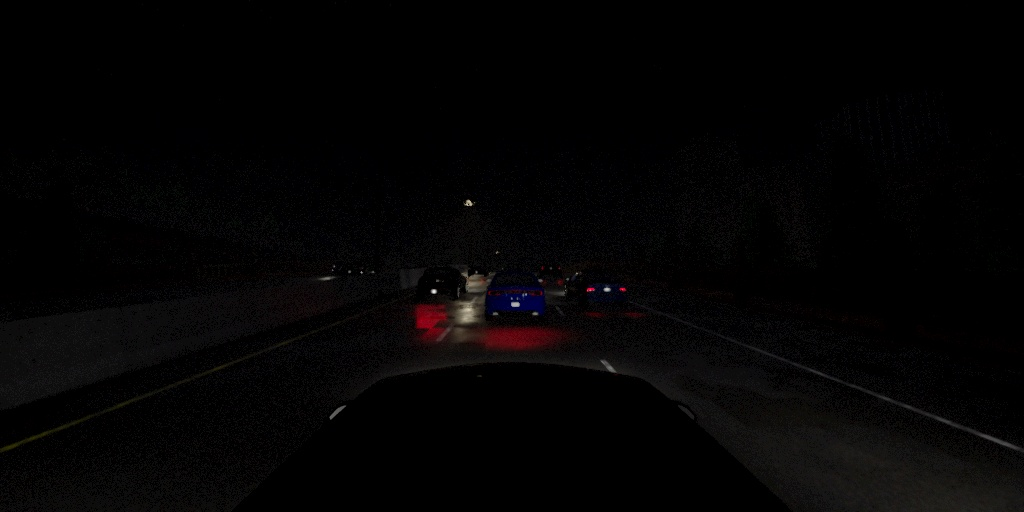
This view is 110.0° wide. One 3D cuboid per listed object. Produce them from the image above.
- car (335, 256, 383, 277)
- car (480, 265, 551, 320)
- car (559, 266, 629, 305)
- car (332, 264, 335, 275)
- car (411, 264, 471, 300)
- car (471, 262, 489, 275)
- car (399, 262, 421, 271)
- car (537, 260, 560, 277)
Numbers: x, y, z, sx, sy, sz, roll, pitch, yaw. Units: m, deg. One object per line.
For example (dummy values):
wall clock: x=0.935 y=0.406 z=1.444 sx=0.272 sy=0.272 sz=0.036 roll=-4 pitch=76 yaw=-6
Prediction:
car: x=-14.095 y=1.043 z=33.886 sx=2.150 sy=2.045 sz=5.566 roll=0 pitch=0 yaw=0
car: x=0.100 y=1.250 z=12.813 sx=1.882 sy=1.535 sz=5.008 roll=0 pitch=0 yaw=0
car: x=3.599 y=1.327 z=16.072 sx=2.033 sy=1.411 sz=5.357 roll=0 pitch=0 yaw=0
car: x=-17.590 y=1.056 z=39.573 sx=2.150 sy=2.045 sz=5.566 roll=0 pitch=-1 yaw=0
car: x=-3.401 y=1.290 z=18.050 sx=1.837 sy=1.490 sz=4.892 roll=0 pitch=0 yaw=0
car: x=-3.415 y=1.350 z=36.732 sx=1.812 sy=1.442 sz=4.674 roll=0 pitch=0 yaw=0
car: x=-10.593 y=1.352 z=38.336 sx=1.812 sy=1.442 sz=4.674 roll=0 pitch=0 yaw=0
car: x=3.598 y=1.173 z=35.159 sx=2.097 sy=1.767 sz=4.553 roll=0 pitch=0 yaw=0
